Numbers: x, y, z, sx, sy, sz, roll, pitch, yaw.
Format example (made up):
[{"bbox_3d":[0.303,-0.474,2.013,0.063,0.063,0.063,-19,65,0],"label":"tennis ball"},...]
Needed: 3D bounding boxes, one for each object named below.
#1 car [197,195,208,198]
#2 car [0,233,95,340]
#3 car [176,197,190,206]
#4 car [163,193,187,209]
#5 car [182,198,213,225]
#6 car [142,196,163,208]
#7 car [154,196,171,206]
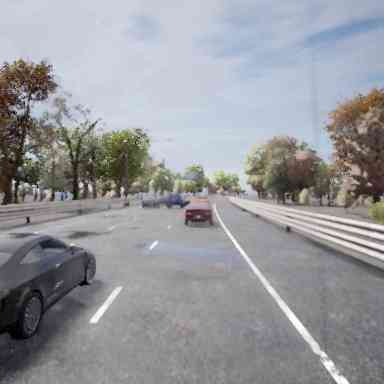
[{"bbox_3d":[1.461,1.330,45.282,2.097,1.767,4.553,0,0,3],"label":"car"},{"bbox_3d":[-3.334,1.516,6.401,1.812,1.442,4.674,0,0,0],"label":"car"},{"bbox_3d":[-1.438,1.577,56.282,1.895,1.301,4.718,0,0,4],"label":"car"},{"bbox_3d":[-2.141,1.198,45.570,2.150,2.045,5.566,0,0,4],"label":"car"},{"bbox_3d":[0.514,1.461,24.229,1.882,1.535,5.008,0,0,2],"label":"car"},{"bbox_3d":[-5.613,1.465,46.135,2.128,1.511,4.902,0,0,4],"label":"car"},{"bbox_3d":[-4.932,1.465,56.499,2.128,1.511,4.902,0,0,4],"label":"car"}]
